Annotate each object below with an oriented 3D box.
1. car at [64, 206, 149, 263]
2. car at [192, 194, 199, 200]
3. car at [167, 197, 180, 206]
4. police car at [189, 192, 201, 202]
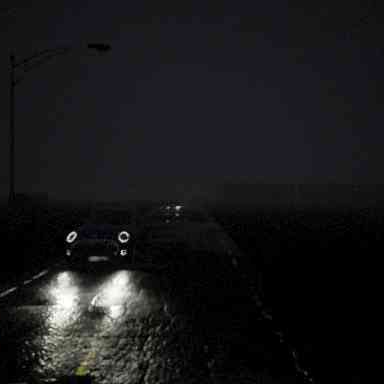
[{"bbox_3d":[-2.839,1.348,11.900,2.097,1.767,4.553,0,0,0],"label":"car"},{"bbox_3d":[0.821,1.324,88.239,1.812,1.442,4.674,0,0,0],"label":"car"},{"bbox_3d":[-2.824,1.454,51.663,1.812,1.442,4.674,0,0,0],"label":"car"},{"bbox_3d":[0.821,1.289,72.350,1.930,1.638,5.238,0,0,0],"label":"police car"}]
